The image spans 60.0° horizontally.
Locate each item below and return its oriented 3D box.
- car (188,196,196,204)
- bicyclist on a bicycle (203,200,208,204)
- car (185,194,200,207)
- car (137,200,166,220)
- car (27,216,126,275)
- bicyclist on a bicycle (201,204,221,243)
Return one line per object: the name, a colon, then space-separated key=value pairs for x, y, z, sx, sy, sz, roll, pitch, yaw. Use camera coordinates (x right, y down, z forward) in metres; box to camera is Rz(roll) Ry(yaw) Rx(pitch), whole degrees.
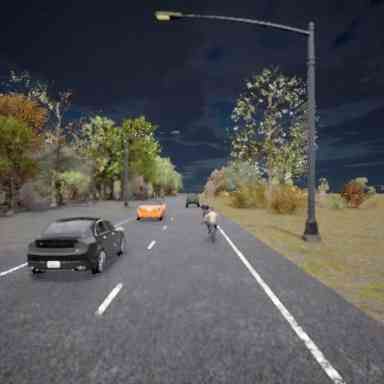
car: x=0.000 y=1.715 z=73.778 sx=1.882 sy=1.535 sz=5.008 roll=0 pitch=0 yaw=0
bicyclist on a bicycle: x=0.966 y=1.448 z=24.386 sx=0.659 sy=1.776 sz=1.843 roll=0 pitch=0 yaw=0
car: x=0.094 y=1.398 z=55.041 sx=2.150 sy=2.045 sz=5.566 roll=0 pitch=0 yaw=0
car: x=-3.401 y=1.443 z=28.778 sx=2.097 sy=1.767 sz=4.553 roll=0 pitch=0 yaw=0
car: x=-3.402 y=1.538 z=10.600 sx=1.837 sy=1.490 sz=4.892 roll=0 pitch=0 yaw=0
bicyclist on a bicycle: x=0.940 y=1.485 z=15.382 sx=0.866 sy=1.612 sz=1.509 roll=0 pitch=0 yaw=0
